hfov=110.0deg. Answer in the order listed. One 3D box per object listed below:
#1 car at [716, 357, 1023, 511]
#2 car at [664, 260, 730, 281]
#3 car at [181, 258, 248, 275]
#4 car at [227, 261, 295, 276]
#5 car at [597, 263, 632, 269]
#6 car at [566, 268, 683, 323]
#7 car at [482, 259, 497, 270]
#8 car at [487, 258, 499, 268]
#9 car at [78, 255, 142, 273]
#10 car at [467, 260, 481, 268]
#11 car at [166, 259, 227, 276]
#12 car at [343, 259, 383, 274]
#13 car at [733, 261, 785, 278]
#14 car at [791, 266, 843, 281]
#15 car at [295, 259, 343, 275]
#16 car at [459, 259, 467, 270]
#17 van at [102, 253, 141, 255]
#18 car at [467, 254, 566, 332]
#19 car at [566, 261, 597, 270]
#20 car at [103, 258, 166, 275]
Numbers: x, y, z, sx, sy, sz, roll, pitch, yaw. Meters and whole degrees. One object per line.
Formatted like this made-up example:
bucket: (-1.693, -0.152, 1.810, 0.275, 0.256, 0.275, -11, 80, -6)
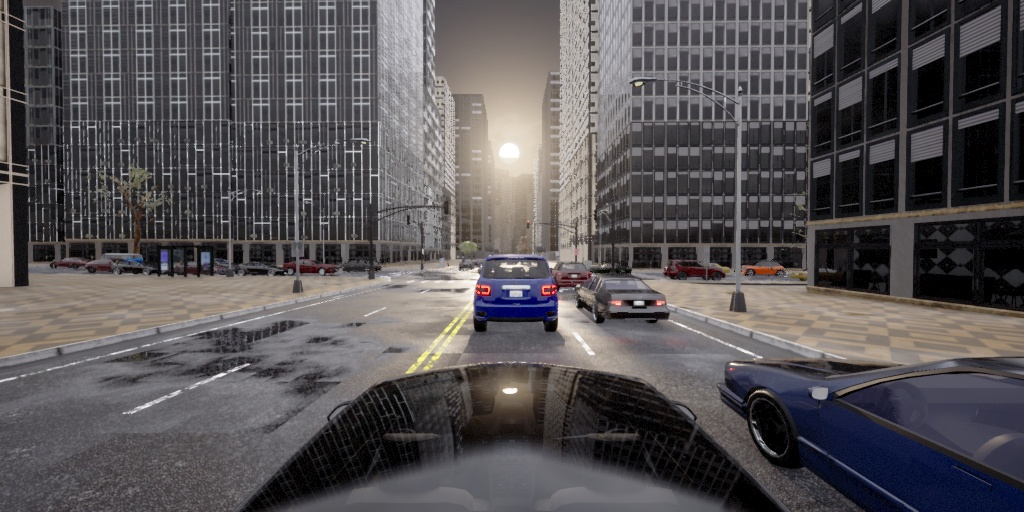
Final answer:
car: (3.350, 1.297, 1.813, 2.033, 1.411, 5.357, 0, 0, 1)
car: (16.192, 1.268, 32.052, 5.009, 1.841, 2.192, 0, 0, 1)
car: (-29.269, 0.995, 35.422, 4.902, 1.511, 2.128, 1, 1, 1)
car: (-22.732, 1.173, 32.580, 4.313, 1.339, 1.948, 0, 0, 1)
car: (10.068, 1.407, 37.935, 4.718, 1.301, 1.895, 1, 1, 1)
car: (3.350, 1.293, 11.993, 2.033, 1.411, 5.357, 0, 0, 0)
car: (-3.336, 1.191, 53.348, 1.882, 1.535, 5.008, 0, 0, 0)
car: (-3.319, 1.180, 62.961, 1.882, 1.535, 5.008, 0, 0, 0)
car: (-39.541, 0.936, 35.635, 4.674, 1.442, 1.812, 1, 1, 1)
car: (-6.571, 1.304, 62.760, 1.895, 1.301, 4.718, 0, 0, 0)
car: (-28.416, 1.137, 32.713, 4.207, 1.307, 1.802, 0, 0, 1)
car: (-16.420, 1.073, 38.361, 4.892, 1.490, 1.837, 1, 1, 1)
car: (25.855, 1.297, 37.659, 4.553, 1.767, 2.097, 1, 1, 1)
car: (27.641, 1.578, 31.855, 4.829, 1.417, 1.751, 0, 0, 1)
car: (-19.767, 1.068, 35.228, 5.008, 1.535, 1.882, 1, 1, 0)
car: (-6.602, 1.220, 52.457, 1.837, 1.490, 4.892, 0, 0, -1)
van: (-45.288, 0.604, 41.547, 3.998, 1.789, 1.690, 0, 0, 1)
car: (0.097, 0.967, 10.990, 2.150, 2.045, 5.566, 0, 0, 0)
car: (3.348, 1.092, 21.400, 2.097, 1.767, 4.553, 0, 0, 0)
car: (-34.097, 1.069, 32.887, 4.313, 1.339, 1.948, 0, 0, 1)
